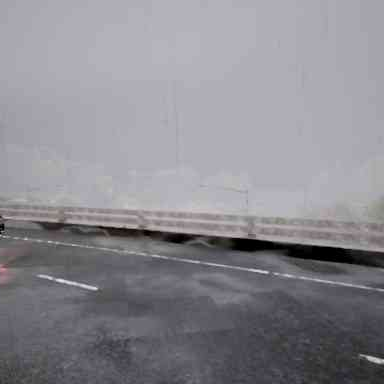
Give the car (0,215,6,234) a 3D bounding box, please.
[{"bbox_3d":[-9.751,1.259,13.557,4.902,1.511,2.128,1,1,27],"label":"car"}]
